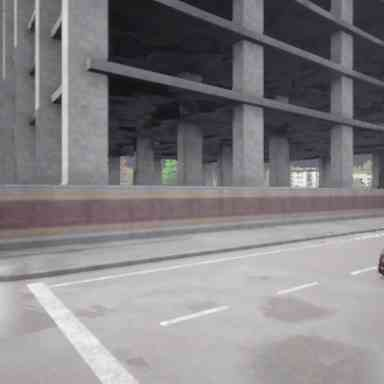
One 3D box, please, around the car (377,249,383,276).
[{"bbox_3d":[6.743,1.566,8.770,4.181,1.385,1.994,0,0,-35],"label":"car"}]
